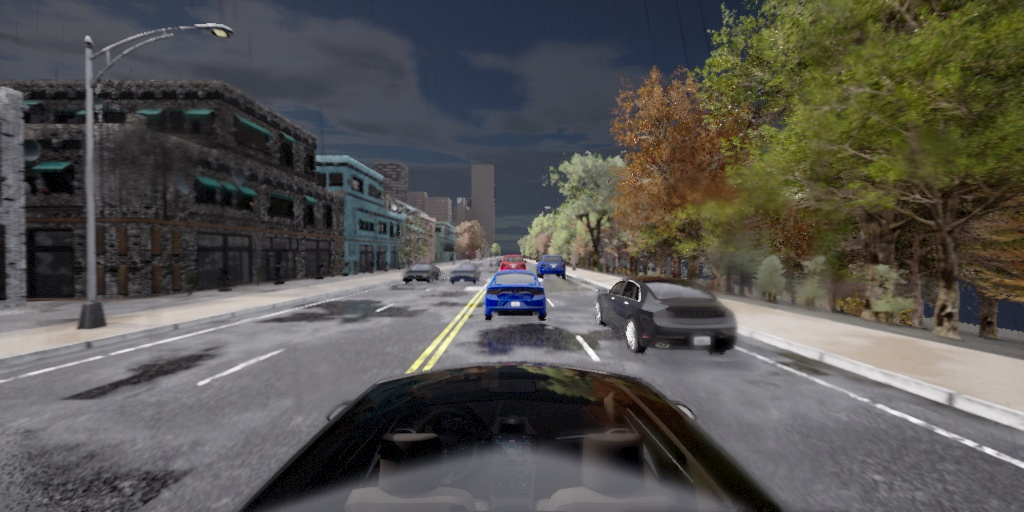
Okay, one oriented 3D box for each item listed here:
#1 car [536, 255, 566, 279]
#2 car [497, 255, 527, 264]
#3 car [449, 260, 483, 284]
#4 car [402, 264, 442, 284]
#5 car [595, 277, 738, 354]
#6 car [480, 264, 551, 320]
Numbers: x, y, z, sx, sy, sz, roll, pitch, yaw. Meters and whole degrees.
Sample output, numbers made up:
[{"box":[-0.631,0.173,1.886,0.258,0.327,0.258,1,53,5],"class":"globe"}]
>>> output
[{"box":[3.358,0.940,31.507,2.150,2.045,5.566,0,0,0],"class":"car"},{"box":[0.108,0.940,31.448,2.150,2.045,5.566,0,0,0],"class":"car"},{"box":[-3.343,1.272,26.592,2.033,1.411,5.357,0,0,0],"class":"car"},{"box":[-6.593,1.271,26.940,2.033,1.411,5.357,0,0,0],"class":"car"},{"box":[3.353,1.247,8.738,1.837,1.490,4.892,0,0,0],"class":"car"},{"box":[0.103,1.216,12.670,1.882,1.535,5.008,0,0,0],"class":"car"}]
